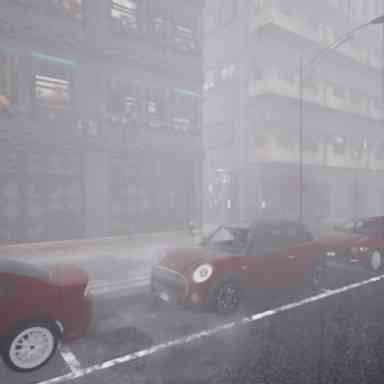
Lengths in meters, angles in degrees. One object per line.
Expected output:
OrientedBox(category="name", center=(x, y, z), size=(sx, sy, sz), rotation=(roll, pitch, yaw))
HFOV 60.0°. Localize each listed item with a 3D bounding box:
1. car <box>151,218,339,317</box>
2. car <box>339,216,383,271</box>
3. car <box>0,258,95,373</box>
OrientedBox(category="car", center=(1.123, 1.409, 7.351), size=(4.097, 1.590, 1.967), rotation=(0, 1, -35))
OrientedBox(category="car", center=(5.755, 1.478, 10.655), size=(4.507, 1.381, 1.887), rotation=(0, 1, -35))
OrientedBox(category="car", center=(-3.510, 1.549, 4.048), size=(4.507, 1.381, 1.887), rotation=(0, 1, -35))
